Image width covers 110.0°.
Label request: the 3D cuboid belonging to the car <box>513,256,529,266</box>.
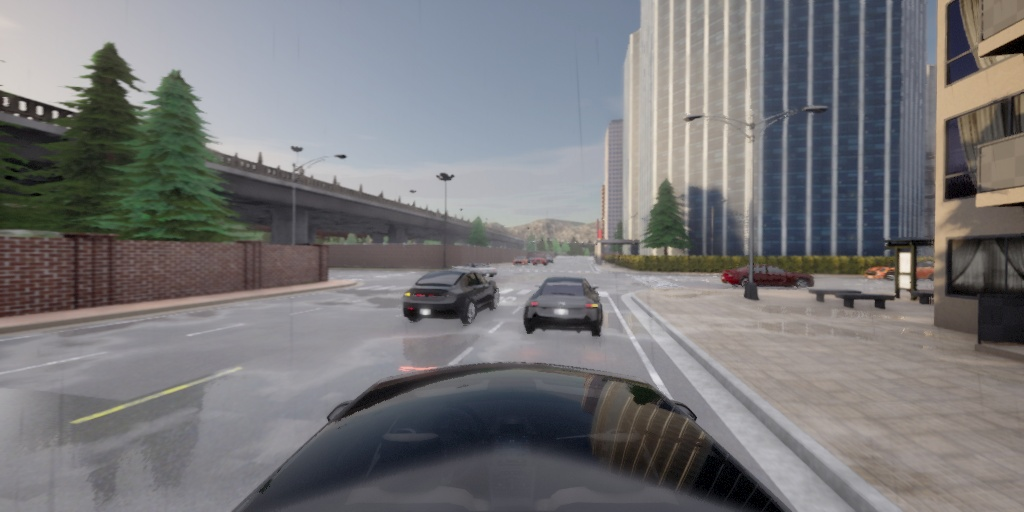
[{"bbox_3d":[1.517,0.811,64.121,2.097,1.767,4.553,0,0,12],"label":"car"}]

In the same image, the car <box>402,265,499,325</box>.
[{"bbox_3d":[-1.760,1.196,11.673,1.837,1.490,4.892,0,0,12],"label":"car"}]

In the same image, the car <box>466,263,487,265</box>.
[{"bbox_3d":[-3.273,1.201,30.473,1.895,1.301,4.718,0,0,-36],"label":"car"}]

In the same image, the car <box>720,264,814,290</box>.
[{"bbox_3d":[16.112,1.279,22.773,5.008,1.535,1.882,0,0,11],"label":"car"}]

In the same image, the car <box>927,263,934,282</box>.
[{"bbox_3d":[34.752,1.444,26.238,5.357,1.411,2.033,0,0,12],"label":"car"}]

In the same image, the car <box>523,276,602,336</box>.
[{"bbox_3d":[1.563,1.282,10.447,1.994,1.385,4.181,0,0,12],"label":"car"}]

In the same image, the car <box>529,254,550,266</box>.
[{"bbox_3d":[4.958,0.703,63.466,2.150,2.045,5.566,0,1,12],"label":"car"}]

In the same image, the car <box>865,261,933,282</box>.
[{"bbox_3d":[32.824,1.217,30.202,4.553,1.767,2.097,0,0,12],"label":"car"}]
